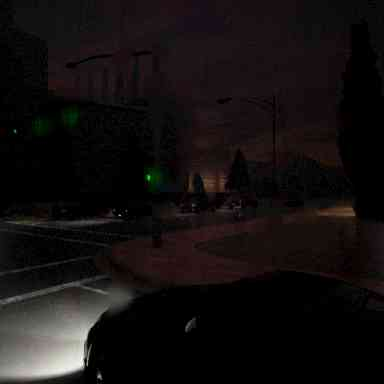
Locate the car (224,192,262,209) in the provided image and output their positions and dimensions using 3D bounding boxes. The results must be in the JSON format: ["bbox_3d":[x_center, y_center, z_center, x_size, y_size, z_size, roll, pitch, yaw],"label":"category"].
[{"bbox_3d":[6.981,1.221,45.105,2.150,2.045,5.566,0,0,36],"label":"car"}]

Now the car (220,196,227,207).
[{"bbox_3d":[2.050,1.548,44.279,2.033,1.411,5.357,0,0,36],"label":"car"}]

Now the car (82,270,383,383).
[{"bbox_3d":[0.785,1.564,3.441,4.181,1.385,1.994,0,0,35],"label":"car"}]

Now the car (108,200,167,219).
[{"bbox_3d":[-4.641,1.601,29.119,1.895,1.301,4.718,0,0,36],"label":"car"}]

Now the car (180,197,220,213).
[{"bbox_3d":[0.679,1.352,36.447,2.097,1.767,4.553,0,0,36],"label":"car"}]

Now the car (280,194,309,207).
[{"bbox_3d":[15.645,1.491,50.752,2.128,1.511,4.902,0,0,36],"label":"car"}]

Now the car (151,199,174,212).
[{"bbox_3d":[-3.923,1.505,36.063,1.837,1.490,4.892,0,0,36],"label":"car"}]

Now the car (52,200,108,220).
[{"bbox_3d":[-9.444,1.478,28.478,1.882,1.535,5.008,0,0,36],"label":"car"}]
